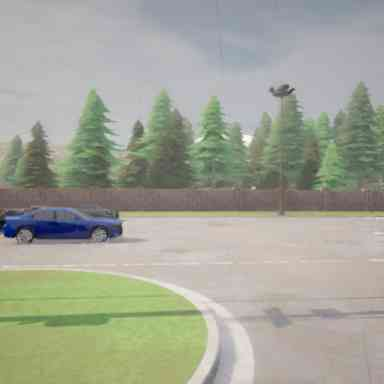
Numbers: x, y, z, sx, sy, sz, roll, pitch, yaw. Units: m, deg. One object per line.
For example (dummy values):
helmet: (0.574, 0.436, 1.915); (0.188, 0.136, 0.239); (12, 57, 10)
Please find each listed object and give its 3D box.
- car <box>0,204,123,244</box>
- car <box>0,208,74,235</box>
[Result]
car: (-5.674, 1.445, 15.022); (5.008, 1.535, 1.882); (0, 0, -6)
car: (-9.119, 1.548, 18.175); (4.718, 1.301, 1.895); (0, 0, -6)
